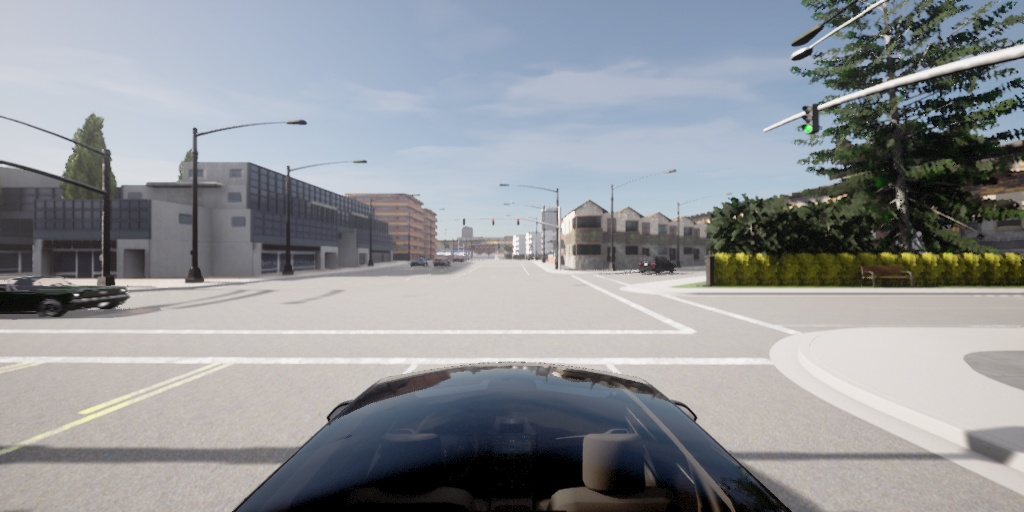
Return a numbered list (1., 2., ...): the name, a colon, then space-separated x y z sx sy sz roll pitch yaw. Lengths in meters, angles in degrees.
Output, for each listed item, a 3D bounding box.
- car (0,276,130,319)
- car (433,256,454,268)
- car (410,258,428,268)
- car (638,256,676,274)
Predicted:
1. car: -16.006 1.310 11.959 4.718 1.301 1.895 0 0 -4
2. car: -10.590 1.070 54.340 1.895 1.301 4.718 0 1 0
3. car: -14.086 1.026 54.582 1.994 1.385 4.181 0 1 0
4. car: 16.334 1.023 40.344 5.566 2.045 2.150 0 0 -43
